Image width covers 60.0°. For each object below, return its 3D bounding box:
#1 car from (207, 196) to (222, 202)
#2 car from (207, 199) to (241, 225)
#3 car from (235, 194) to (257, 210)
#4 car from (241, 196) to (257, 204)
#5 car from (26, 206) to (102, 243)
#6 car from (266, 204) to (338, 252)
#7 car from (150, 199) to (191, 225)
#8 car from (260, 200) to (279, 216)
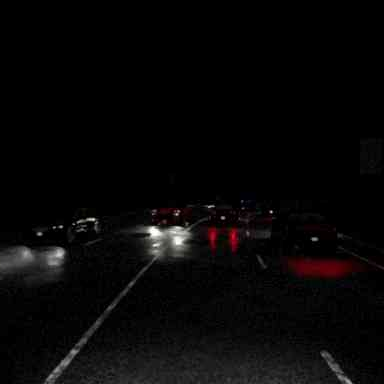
[{"bbox_3d":[3.973,1.482,55.745,1.812,1.442,4.674,0,0,22],"label":"car"},{"bbox_3d":[2.417,1.513,24.133,1.812,1.442,4.674,0,0,10],"label":"car"},{"bbox_3d":[6.737,1.207,42.052,2.150,2.045,5.566,0,0,17],"label":"car"},{"bbox_3d":[10.841,1.478,62.768,1.837,1.490,4.892,0,0,25],"label":"car"},{"bbox_3d":[-6.010,1.462,16.161,2.128,1.511,4.902,0,0,7],"label":"car"},{"bbox_3d":[4.501,1.478,13.973,1.882,1.535,5.008,0,0,6],"label":"car"},{"bbox_3d":[-1.422,1.328,23.573,2.097,1.767,4.553,0,0,10],"label":"car"},{"bbox_3d":[7.573,1.503,31.821,1.837,1.490,4.892,0,0,13],"label":"car"}]
